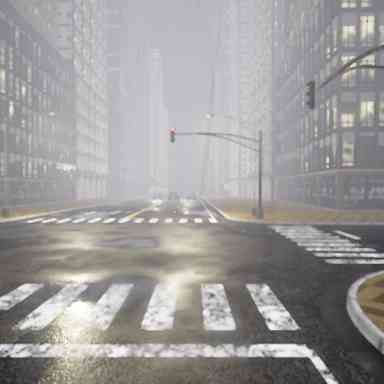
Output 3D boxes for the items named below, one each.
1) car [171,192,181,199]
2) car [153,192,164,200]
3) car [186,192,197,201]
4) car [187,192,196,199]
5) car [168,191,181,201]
[{"bbox_3d":[-3.330,0.708,71.129,1.895,1.301,4.718,0,0,0],"label":"car"},{"bbox_3d":[-6.574,0.821,65.263,2.128,1.511,4.902,0,0,0],"label":"car"},{"bbox_3d":[-0.069,0.961,61.549,1.895,1.301,4.718,0,0,0],"label":"car"},{"bbox_3d":[-0.080,0.678,71.519,1.994,1.385,4.181,0,0,0],"label":"car"},{"bbox_3d":[-3.319,0.716,61.067,2.097,1.767,4.553,0,0,0],"label":"car"}]
